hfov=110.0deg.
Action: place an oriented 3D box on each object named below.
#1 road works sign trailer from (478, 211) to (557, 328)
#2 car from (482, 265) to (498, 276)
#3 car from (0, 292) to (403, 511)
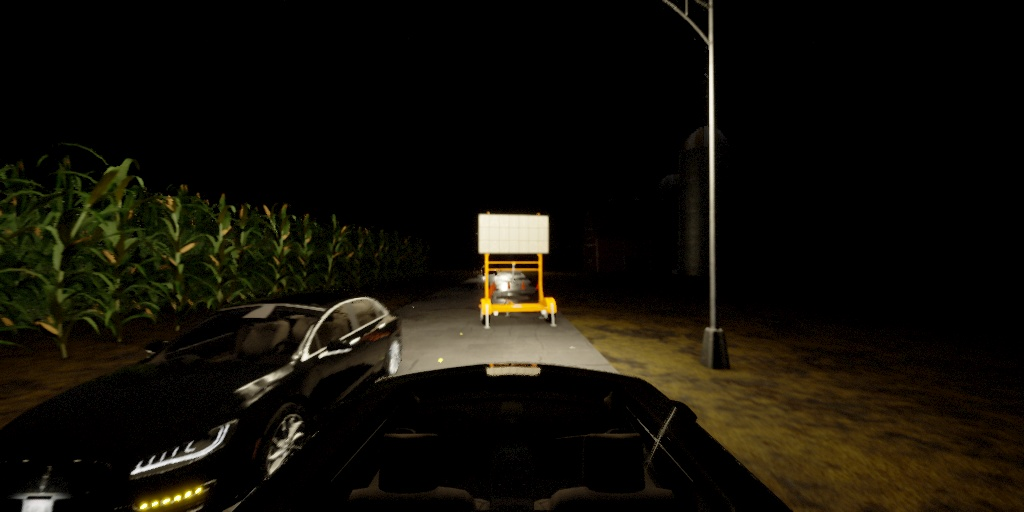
[{"bbox_3d":[0.036,0.336,12.004,2.380,3.560,2.880,0,0,-10],"label":"road works sign trailer"},{"bbox_3d":[-2.947,1.941,48.870,1.882,1.535,5.008,0,-1,0],"label":"car"},{"bbox_3d":[-2.852,1.287,4.581,1.837,1.490,4.892,0,-1,0],"label":"car"}]
